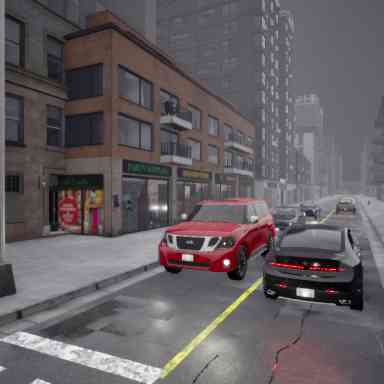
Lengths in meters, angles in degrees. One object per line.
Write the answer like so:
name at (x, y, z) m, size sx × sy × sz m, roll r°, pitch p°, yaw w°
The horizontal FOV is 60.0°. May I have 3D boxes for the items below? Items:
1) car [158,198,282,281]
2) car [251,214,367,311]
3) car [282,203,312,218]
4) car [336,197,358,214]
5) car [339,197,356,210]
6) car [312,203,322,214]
car at (1.102, 1.236, 10.521) m, size 2.150 × 2.045 × 5.566 m, roll 0°, pitch 0°, yaw 26°
car at (3.034, 1.507, 7.974) m, size 1.837 × 1.490 × 4.892 m, roll 0°, pitch 0°, yaw 26°
car at (5.593, 1.562, 19.739) m, size 2.033 × 1.411 × 5.357 m, roll 0°, pitch 0°, yaw 26°
car at (16.173, 1.488, 34.852) m, size 2.128 × 1.511 × 4.902 m, roll 0°, pitch 0°, yaw 27°
car at (20.699, 1.468, 44.248) m, size 1.882 × 1.535 × 5.008 m, roll 0°, pitch 0°, yaw 26°
car at (10.118, 1.613, 29.005) m, size 1.895 × 1.301 × 4.718 m, roll 0°, pitch 0°, yaw 26°
